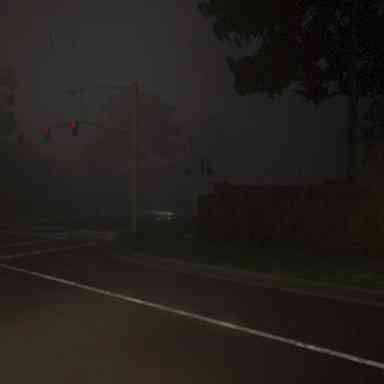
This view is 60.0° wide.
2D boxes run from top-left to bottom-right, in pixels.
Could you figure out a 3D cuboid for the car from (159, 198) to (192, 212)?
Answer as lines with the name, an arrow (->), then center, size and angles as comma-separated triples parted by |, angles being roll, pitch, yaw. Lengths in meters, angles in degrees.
car -> -1.882, 1.483, 38.890 | 1.837, 1.490, 4.892 | 0, 0, 35
